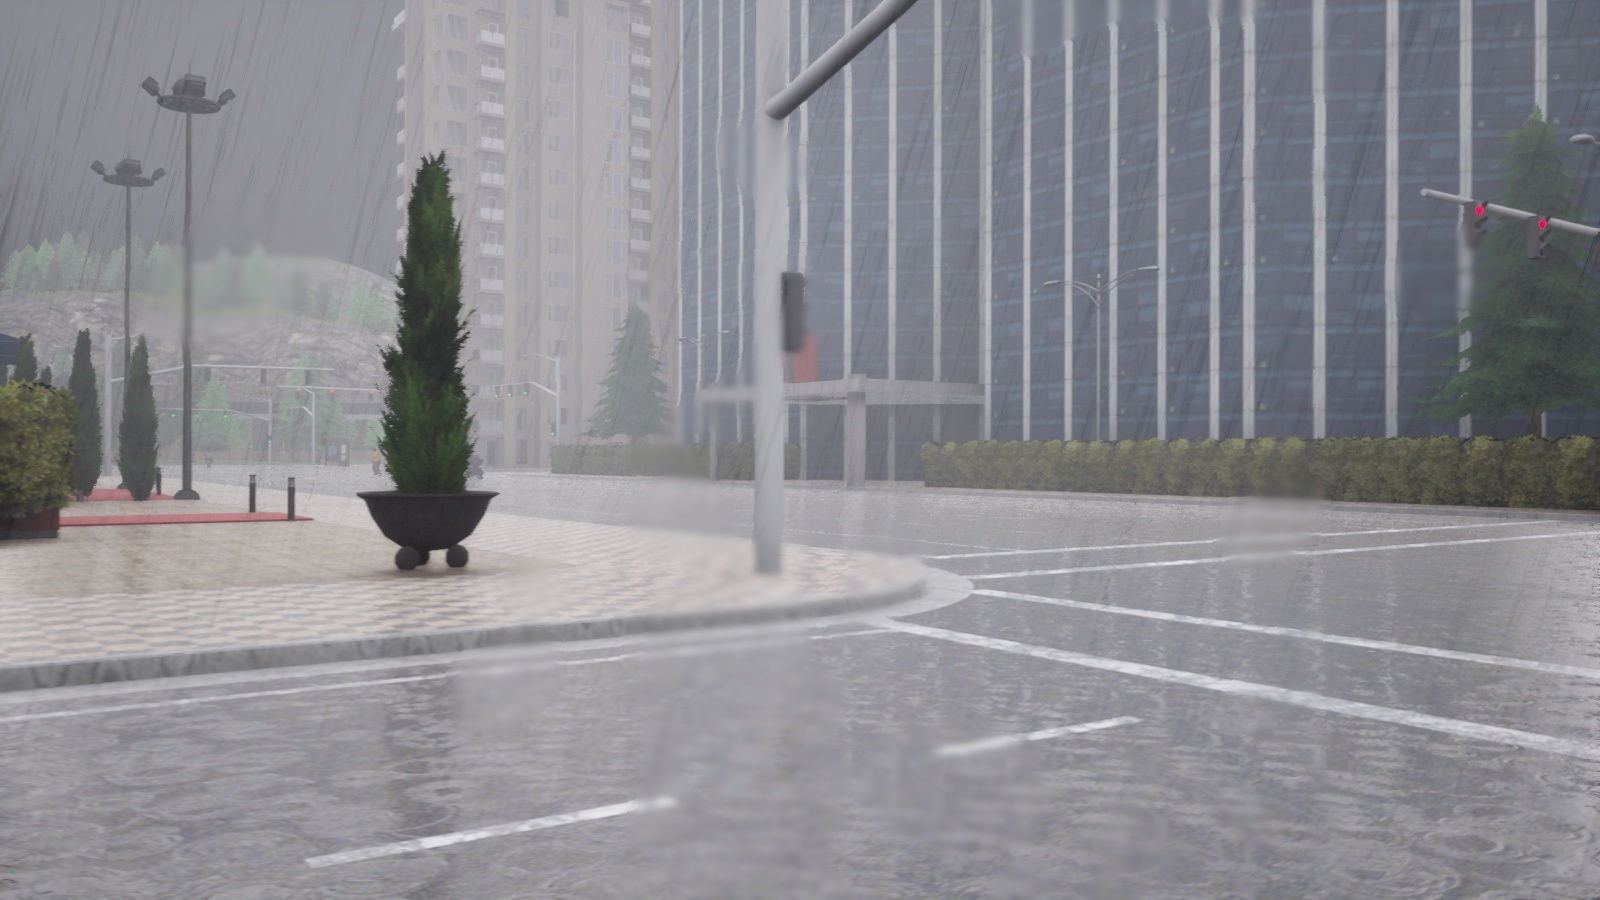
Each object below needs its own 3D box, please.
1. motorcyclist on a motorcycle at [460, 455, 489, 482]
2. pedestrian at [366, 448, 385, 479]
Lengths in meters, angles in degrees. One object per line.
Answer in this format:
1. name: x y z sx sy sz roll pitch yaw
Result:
1. motorcyclist on a motorcycle: -18.681 1.037 72.057 0.866 1.530 2.191 0 0 -35
2. pedestrian: -26.237 0.824 77.550 0.900 1.855 0.874 0 0 -34
